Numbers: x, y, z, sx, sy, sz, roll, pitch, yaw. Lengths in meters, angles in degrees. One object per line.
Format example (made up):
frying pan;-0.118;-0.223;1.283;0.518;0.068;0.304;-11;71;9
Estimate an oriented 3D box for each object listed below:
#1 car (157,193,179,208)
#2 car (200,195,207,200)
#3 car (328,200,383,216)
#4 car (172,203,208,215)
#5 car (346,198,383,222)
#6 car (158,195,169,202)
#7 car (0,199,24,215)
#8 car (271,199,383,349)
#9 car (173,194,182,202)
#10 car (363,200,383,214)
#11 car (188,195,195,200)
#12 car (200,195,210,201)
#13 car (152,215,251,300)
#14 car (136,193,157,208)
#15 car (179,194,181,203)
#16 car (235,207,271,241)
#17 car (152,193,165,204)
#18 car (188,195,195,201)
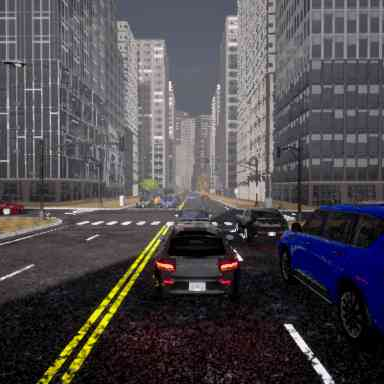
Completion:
car;-3.389;1.318;47.851;2.097;1.767;4.553;0;0;0
car;3.169;1.434;89.978;1.812;1.442;4.674;0;0;0
car;16.886;1.608;34.135;4.902;1.511;2.128;1;1;1
car;0.086;1.538;17.569;2.033;1.411;5.357;0;0;0
car;16.175;1.519;28.364;5.009;1.841;2.192;1;0;1
car;-6.571;1.471;76.450;2.033;1.411;5.357;0;0;0
car;-18.546;1.330;31.481;5.008;1.535;1.882;1;1;1
car;3.348;1.218;6.384;2.150;2.045;5.566;0;0;0
car;-3.321;1.285;77.348;2.097;1.767;4.553;0;0;0
car;21.776;1.643;36.656;4.829;1.417;1.752;1;0;1
car;-0.083;1.461;90.673;1.994;1.385;4.181;0;0;0
car;3.177;1.404;79.961;1.882;1.535;5.008;0;0;0
car;0.092;1.522;8.240;1.812;1.442;4.674;0;0;0
car;-6.670;1.318;47.803;2.097;1.767;4.553;0;0;1
car;-3.386;1.503;57.323;2.033;1.411;5.357;0;0;0
car;3.336;1.497;16.335;1.837;1.490;4.892;0;0;0
car;-6.591;1.166;65.970;2.150;2.045;5.566;0;0;1
car;-0.074;1.464;80.776;2.033;1.411;5.357;0;0;0
